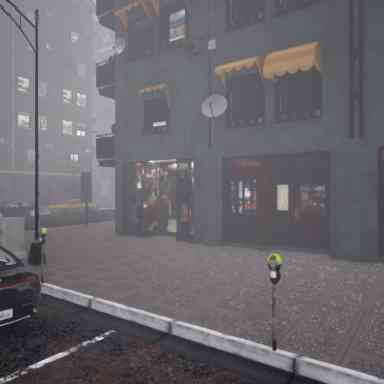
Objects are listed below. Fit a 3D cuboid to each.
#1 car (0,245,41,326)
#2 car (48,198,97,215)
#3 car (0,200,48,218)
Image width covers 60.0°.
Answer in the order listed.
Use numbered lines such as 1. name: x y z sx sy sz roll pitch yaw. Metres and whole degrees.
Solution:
1. car: -4.506 1.551 6.075 4.403 1.369 2.008 0 0 35
2. car: -11.011 1.249 30.502 1.752 1.417 4.829 1 1 35
3. car: -14.095 1.350 26.073 2.008 1.369 4.403 1 1 35
